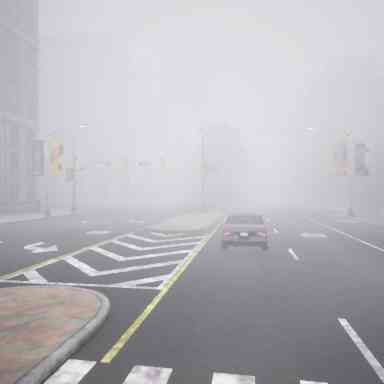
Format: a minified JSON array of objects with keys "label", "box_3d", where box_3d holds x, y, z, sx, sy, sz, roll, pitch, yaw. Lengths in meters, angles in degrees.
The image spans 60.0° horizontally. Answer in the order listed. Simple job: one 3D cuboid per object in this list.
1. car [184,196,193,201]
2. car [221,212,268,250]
[{"label":"car","box_3d":[-0.923,1.595,85.445,1.895,1.301,4.718,0,0,9]},{"label":"car","box_3d":[2.262,1.547,14.301,2.033,1.411,5.357,0,0,9]}]
